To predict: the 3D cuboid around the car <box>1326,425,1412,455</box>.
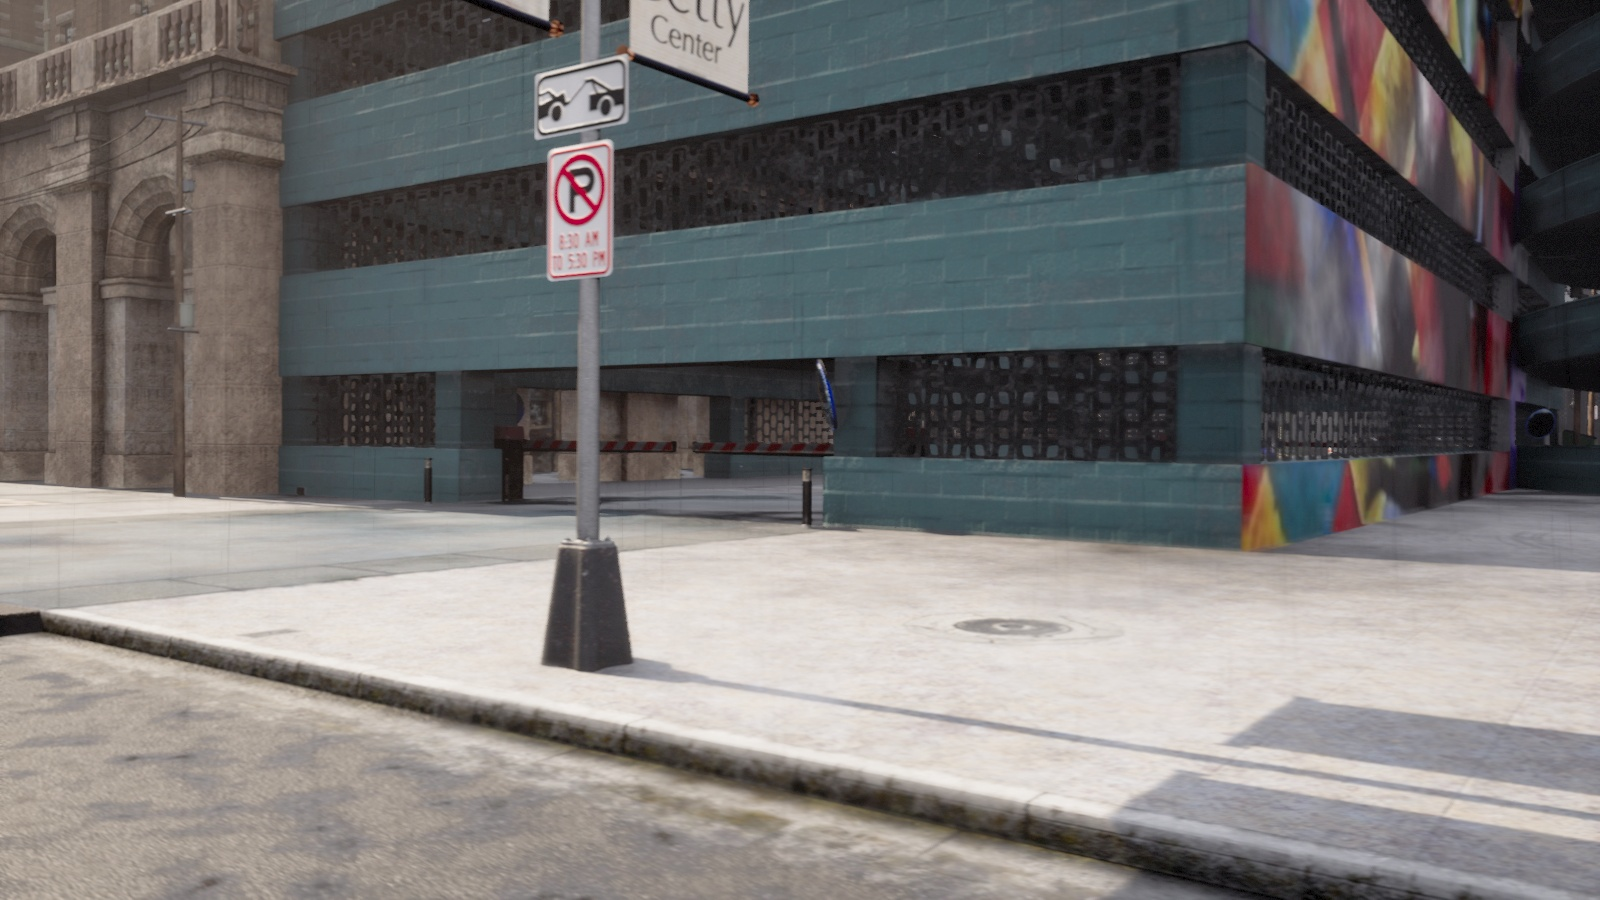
[{"bbox_3d":[31.011,-0.540,68.505,3.988,1.617,1.851,0,1,35],"label":"car"}]
